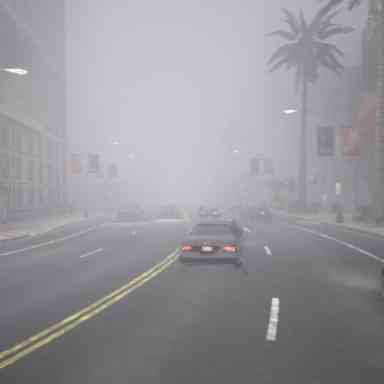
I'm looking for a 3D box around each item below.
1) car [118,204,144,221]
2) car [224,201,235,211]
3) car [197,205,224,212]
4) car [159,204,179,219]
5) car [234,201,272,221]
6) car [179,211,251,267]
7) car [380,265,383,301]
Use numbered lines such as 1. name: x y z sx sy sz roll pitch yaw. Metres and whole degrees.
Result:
1. car: -5.744 1.887 31.760 1.882 1.535 5.008 -1 -1 -2
2. car: 4.753 1.792 38.237 1.812 1.442 4.674 -1 -1 -2
3. car: 1.409 1.857 30.212 1.895 1.301 4.718 -1 -1 -2
4. car: -2.294 1.933 33.750 1.994 1.385 4.181 -1 -1 -2
5. car: 5.553 1.733 29.531 1.994 1.385 4.181 -1 -1 -8
6. car: 0.887 1.641 11.722 2.033 1.411 5.357 -1 -1 11
7. car: 4.215 1.490 4.828 1.812 1.442 4.674 -1 -1 17
